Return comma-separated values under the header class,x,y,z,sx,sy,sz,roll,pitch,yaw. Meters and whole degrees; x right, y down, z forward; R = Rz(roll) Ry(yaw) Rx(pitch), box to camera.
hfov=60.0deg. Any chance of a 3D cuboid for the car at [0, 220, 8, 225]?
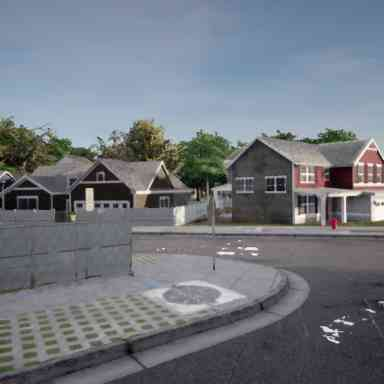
class,x,y,z,sx,sy,sz,roll,pitch,yaw
car,-11.944,2.325,19.331,5.357,1.411,2.033,-2,0,19
